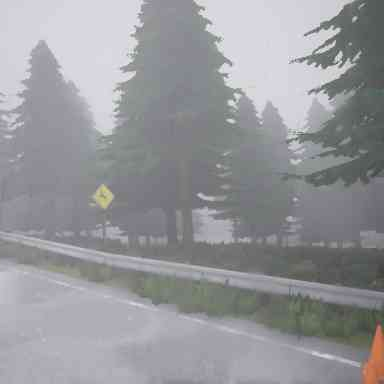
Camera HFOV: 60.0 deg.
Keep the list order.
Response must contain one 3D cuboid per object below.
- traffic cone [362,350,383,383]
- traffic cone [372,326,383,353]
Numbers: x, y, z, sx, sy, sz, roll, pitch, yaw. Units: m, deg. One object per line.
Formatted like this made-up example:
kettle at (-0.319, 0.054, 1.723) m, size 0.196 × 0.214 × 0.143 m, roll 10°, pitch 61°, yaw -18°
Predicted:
traffic cone at (1.777, 1.956, 3.286) m, size 0.340 × 0.580 × 0.340 m, roll 0°, pitch 0°, yaw 34°
traffic cone at (2.323, 1.956, 4.120) m, size 0.340 × 0.580 × 0.340 m, roll 0°, pitch 0°, yaw 34°
